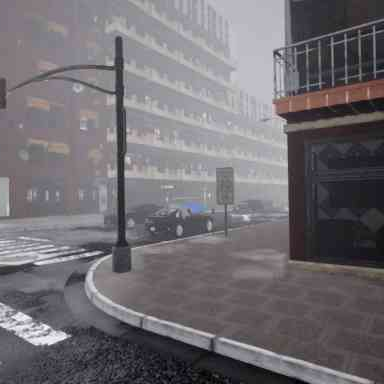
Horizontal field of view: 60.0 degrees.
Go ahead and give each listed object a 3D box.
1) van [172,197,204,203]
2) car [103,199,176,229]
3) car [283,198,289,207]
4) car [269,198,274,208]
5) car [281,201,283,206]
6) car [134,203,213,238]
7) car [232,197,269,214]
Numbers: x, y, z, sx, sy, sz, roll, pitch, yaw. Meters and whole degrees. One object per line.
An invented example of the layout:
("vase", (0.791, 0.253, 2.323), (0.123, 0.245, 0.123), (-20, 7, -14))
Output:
("van", (-0.438, 1.365, 30.449), (1.690, 1.788, 3.998), (-1, -1, 36))
("car", (-3.535, 1.469, 21.880), (1.882, 1.535, 5.008), (-1, -1, 35))
("car", (15.713, 1.234, 48.621), (2.150, 2.045, 5.566), (-1, -1, 36))
("car", (9.288, 1.430, 44.040), (1.967, 1.590, 4.097), (-1, -1, 36))
("car", (15.672, 1.495, 52.962), (1.752, 1.417, 4.829), (-1, -1, 36))
("car", (-0.507, 1.435, 16.803), (2.008, 1.369, 4.403), (-1, -1, 36))
("car", (5.987, 1.463, 35.171), (1.837, 1.490, 4.892), (-1, -1, 36))
